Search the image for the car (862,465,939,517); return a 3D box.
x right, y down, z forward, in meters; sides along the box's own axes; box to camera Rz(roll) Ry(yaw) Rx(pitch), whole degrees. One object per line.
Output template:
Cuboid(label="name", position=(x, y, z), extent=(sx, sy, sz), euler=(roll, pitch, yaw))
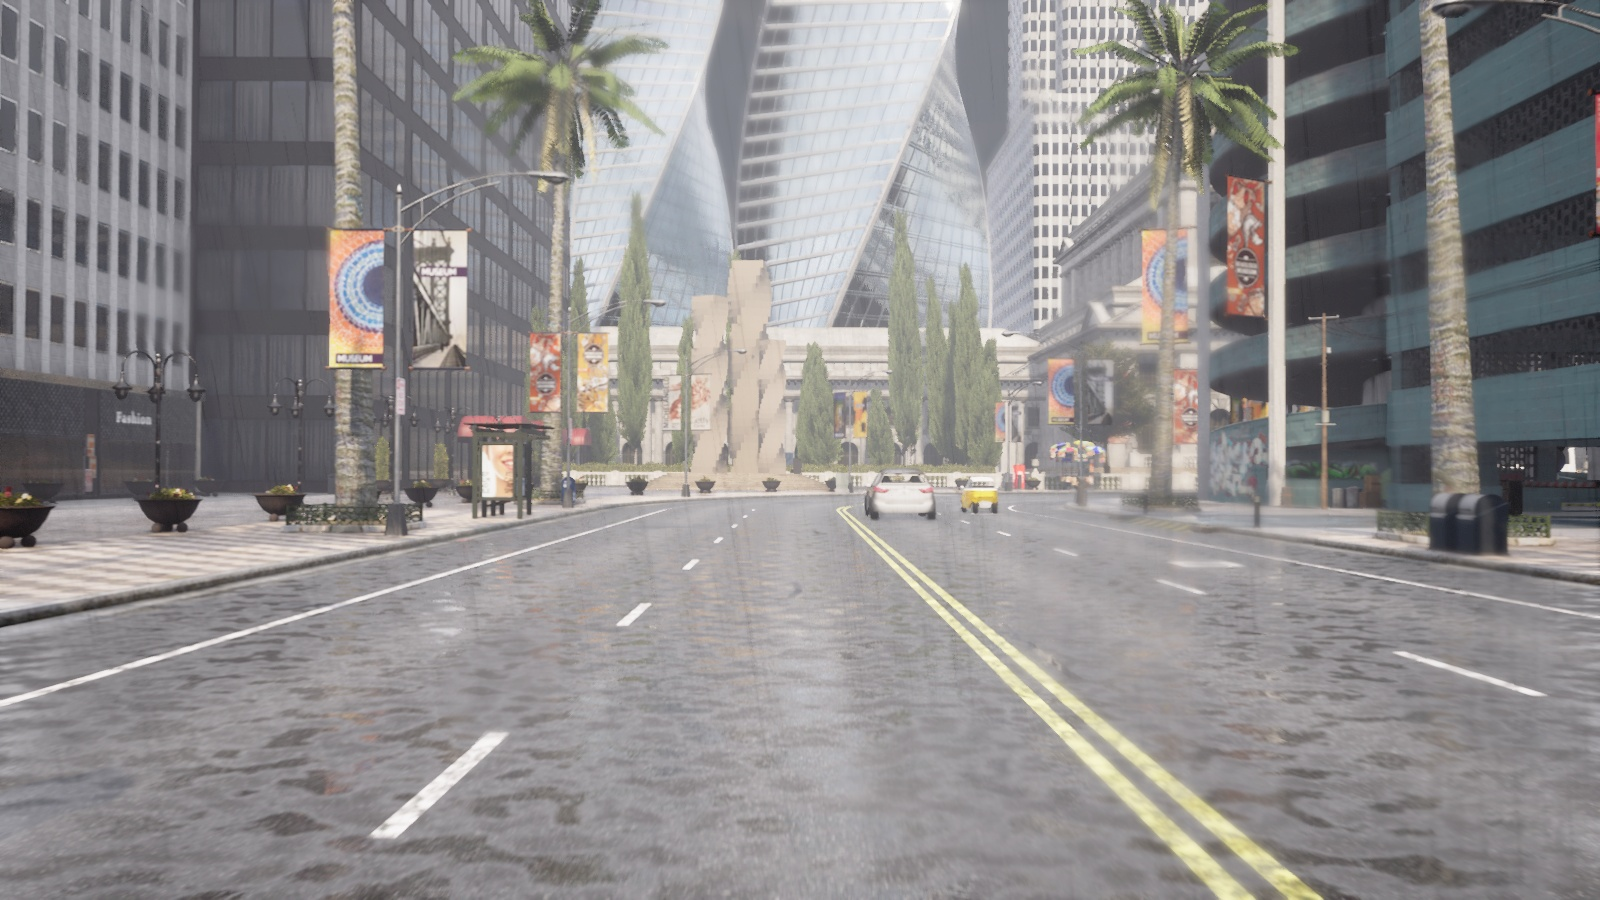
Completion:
Cuboid(label="car", position=(3.393, 1.367, 43.160), extent=(2.242, 1.667, 4.611), euler=(0, -1, 0))

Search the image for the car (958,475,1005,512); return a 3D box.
Cuboid(label="car", position=(6.916, 1.644, 47.972), extent=(1.481, 1.376, 2.207), euler=(0, -1, 0))
